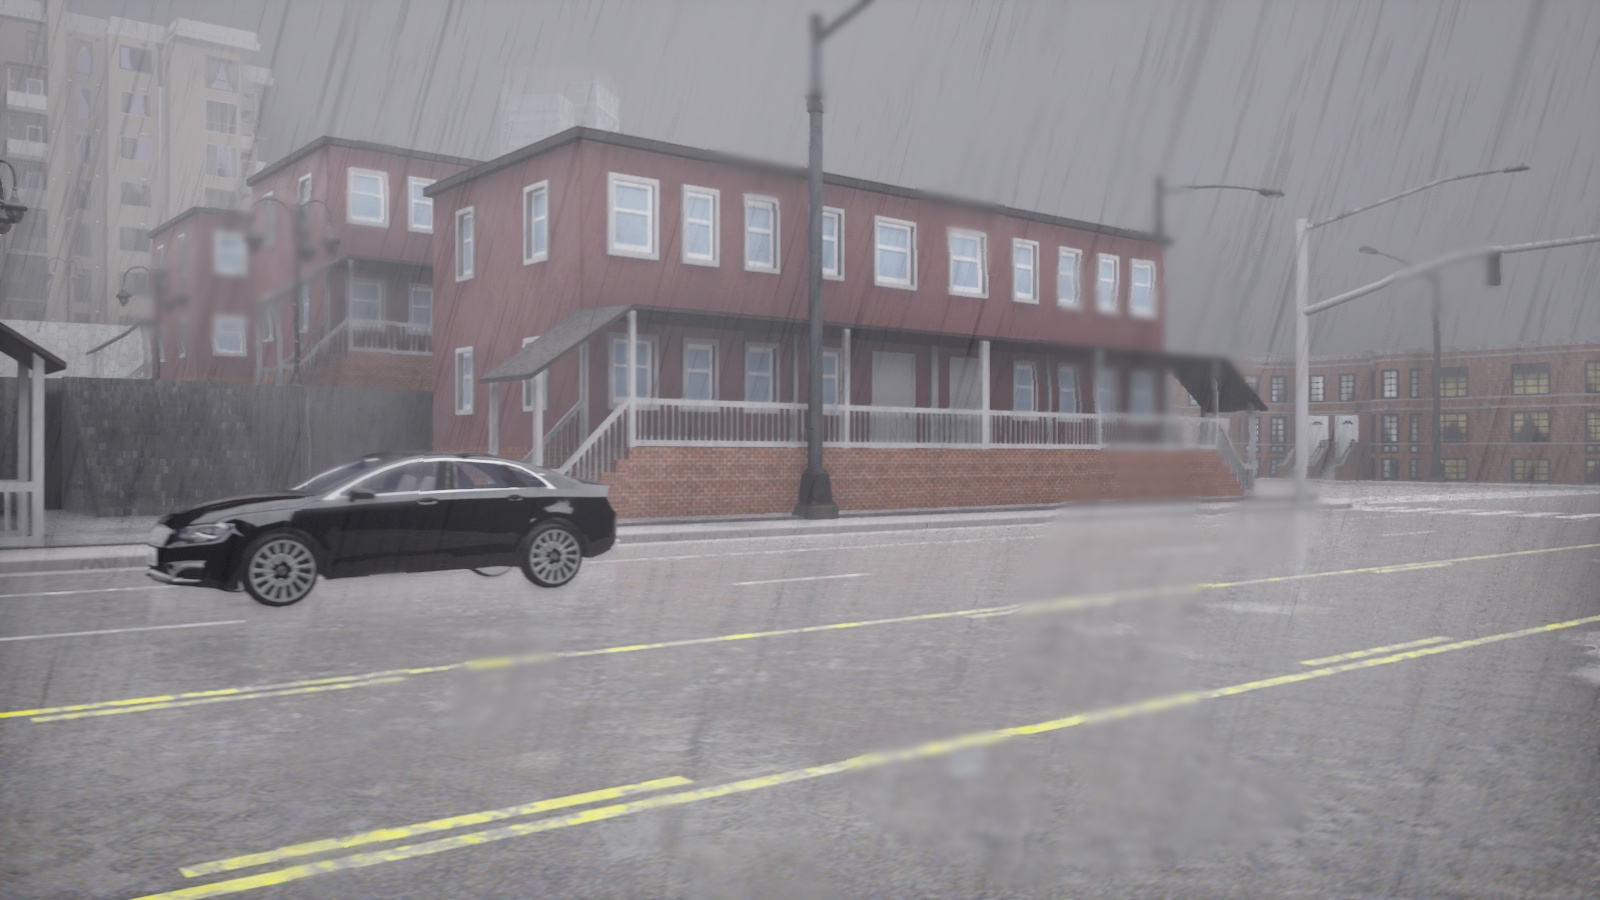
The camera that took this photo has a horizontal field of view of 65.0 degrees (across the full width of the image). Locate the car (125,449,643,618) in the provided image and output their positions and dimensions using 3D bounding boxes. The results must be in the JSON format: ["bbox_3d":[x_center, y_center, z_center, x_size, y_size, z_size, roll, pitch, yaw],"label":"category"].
[{"bbox_3d":[-4.381,0.752,13.628,4.902,1.511,2.128,0,0,-38],"label":"car"}]
